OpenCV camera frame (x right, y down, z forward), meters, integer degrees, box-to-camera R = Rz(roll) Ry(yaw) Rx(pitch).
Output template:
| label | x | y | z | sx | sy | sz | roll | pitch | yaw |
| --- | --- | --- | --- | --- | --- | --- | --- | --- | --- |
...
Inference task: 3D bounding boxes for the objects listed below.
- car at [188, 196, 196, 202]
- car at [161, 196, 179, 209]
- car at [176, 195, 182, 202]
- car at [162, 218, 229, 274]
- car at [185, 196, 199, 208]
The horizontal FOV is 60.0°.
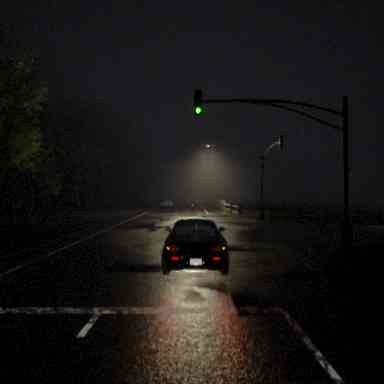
| label | x | y | z | sx | sy | sz | roll | pitch | yaw |
| --- | --- | --- | --- | --- | --- | --- | --- | --- | --- |
| car | -0.028 | 1.809 | 82.062 | 2.033 | 1.411 | 5.357 | 0 | 0 | 0 |
| car | -3.416 | 1.708 | 47.464 | 2.033 | 1.411 | 5.357 | 0 | 0 | 0 |
| car | -3.529 | 1.630 | 84.023 | 2.097 | 1.767 | 4.553 | 0 | 0 | 0 |
| car | 0.097 | 1.563 | 10.555 | 1.812 | 1.442 | 4.674 | 0 | 0 | 0 |
| car | 0.081 | 1.698 | 50.997 | 1.812 | 1.442 | 4.674 | 0 | 0 | 0 |
